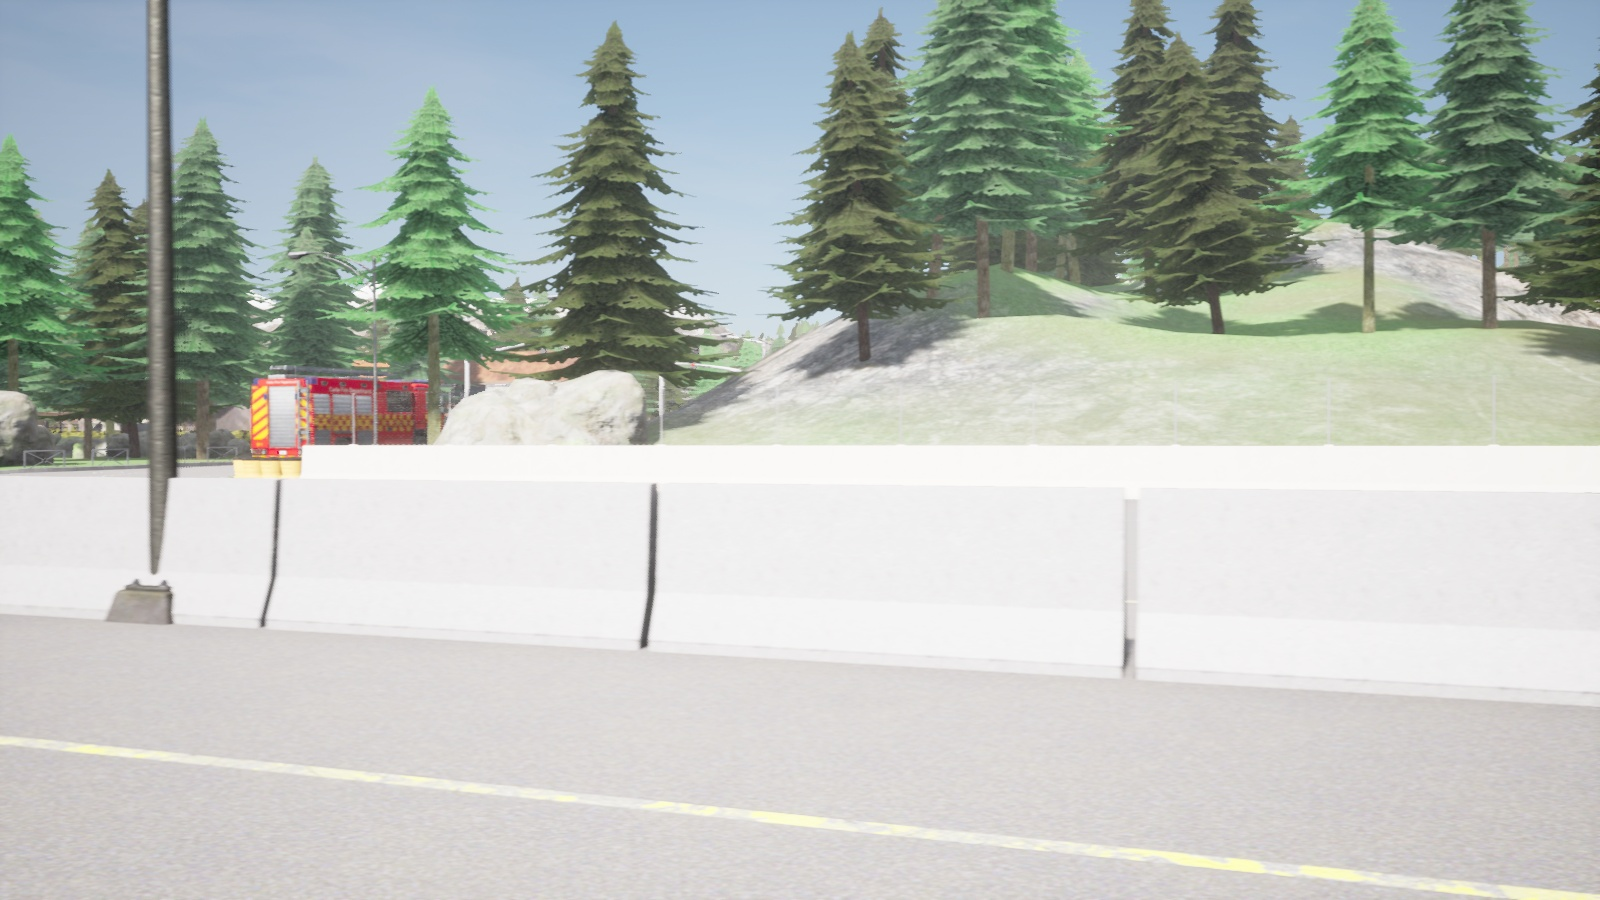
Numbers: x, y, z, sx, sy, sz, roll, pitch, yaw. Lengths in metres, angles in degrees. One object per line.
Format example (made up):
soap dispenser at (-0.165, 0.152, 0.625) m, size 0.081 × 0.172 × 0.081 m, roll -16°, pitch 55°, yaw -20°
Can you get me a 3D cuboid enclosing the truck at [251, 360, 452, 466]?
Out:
truck at (-17.566, -1.401, 49.983) m, size 2.891 × 3.827 × 8.468 m, roll 1°, pitch 1°, yaw 19°
